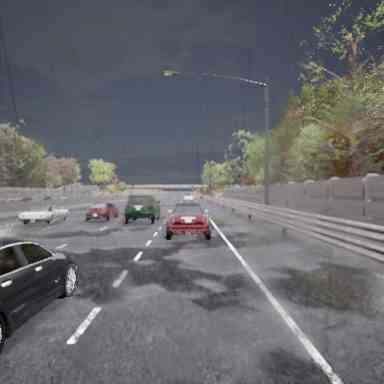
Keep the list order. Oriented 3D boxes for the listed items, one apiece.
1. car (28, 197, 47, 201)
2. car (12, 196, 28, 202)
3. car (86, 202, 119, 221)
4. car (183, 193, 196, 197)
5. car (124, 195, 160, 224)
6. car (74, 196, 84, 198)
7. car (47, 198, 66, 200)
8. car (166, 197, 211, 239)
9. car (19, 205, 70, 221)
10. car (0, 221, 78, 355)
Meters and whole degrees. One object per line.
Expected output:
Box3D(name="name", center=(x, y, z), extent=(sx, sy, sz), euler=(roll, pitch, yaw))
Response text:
Box3D(name="car", center=(-28.672, 1.669, 63.149), extent=(1.994, 1.385, 4.181), euler=(0, 0, -1))
Box3D(name="car", center=(-32.172, 1.608, 63.112), extent=(1.882, 1.535, 5.008), euler=(0, 0, -1))
Box3D(name="car", center=(-7.192, 1.537, 26.931), extent=(1.812, 1.442, 4.674), euler=(0, 0, -1))
Box3D(name="car", center=(-0.851, 1.270, 80.151), extent=(2.150, 2.045, 5.566), euler=(0, 0, -1))
Box3D(name="car", center=(-3.674, 1.220, 25.223), extent=(2.150, 2.045, 5.566), euler=(0, 0, -1))
Box3D(name="car", center=(-21.681, 1.592, 63.257), extent=(1.837, 1.490, 4.892), euler=(0, 0, 0))
Box3D(name="car", center=(-25.172, 1.702, 63.198), extent=(1.895, 1.301, 4.718), euler=(0, 0, -1))
Box3D(name="car", center=(-0.190, 1.340, 17.388), extent=(2.097, 1.767, 4.553), euler=(0, 0, -1))
Box3D(name="car", center=(-10.661, 1.627, 24.434), extent=(1.895, 1.301, 4.718), euler=(0, 0, -1))
Box3D(name="car", center=(-3.469, 1.514, 5.600), extent=(1.837, 1.490, 4.892), euler=(0, 0, -1))
